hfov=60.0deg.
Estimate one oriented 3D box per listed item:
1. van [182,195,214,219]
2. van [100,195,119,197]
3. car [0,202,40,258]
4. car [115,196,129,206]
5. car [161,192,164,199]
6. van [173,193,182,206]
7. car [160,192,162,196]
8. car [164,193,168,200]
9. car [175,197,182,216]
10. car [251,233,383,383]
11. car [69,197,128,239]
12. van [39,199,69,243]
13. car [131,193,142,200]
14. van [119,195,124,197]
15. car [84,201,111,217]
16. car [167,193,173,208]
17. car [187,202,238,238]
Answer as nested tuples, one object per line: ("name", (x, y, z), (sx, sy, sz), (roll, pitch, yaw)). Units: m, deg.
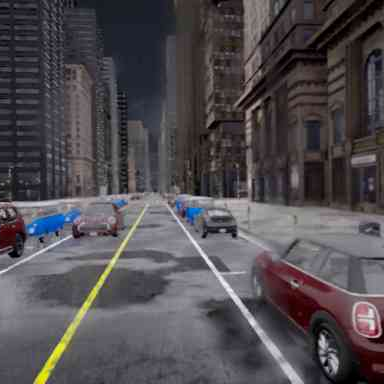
("van", (0.496, 1.219, 22.331), (1.690, 1.788, 3.998), (-1, 0, -6))
("van", (-9.791, 1.323, 38.350), (1.690, 1.788, 3.998), (-1, 0, -6))
("car", (-6.770, 1.382, 10.124), (2.192, 1.841, 5.009), (-1, 0, -6))
("car", (-11.583, 1.461, 55.117), (1.752, 1.417, 4.829), (-1, 0, -6))
("car", (-5.997, 1.261, 83.023), (2.008, 1.369, 4.403), (-1, 0, -6))
("van", (-0.713, 1.185, 33.621), (1.690, 1.788, 3.998), (-1, 0, -6))
("car", (-7.198, 1.233, 94.240), (2.008, 1.369, 4.403), (-1, 0, -6))
("car", (-3.130, 1.096, 56.202), (2.192, 1.841, 5.009), (-1, 0, -6))
("car", (-0.104, 1.406, 27.977), (1.887, 1.381, 4.507), (-1, 0, -6))
("car", (2.311, 1.371, 5.394), (1.967, 1.590, 4.097), (-1, 0, -6))
("car", (-4.785, 1.348, 17.553), (2.097, 1.767, 4.553), (-1, 0, -6))
("van", (-7.374, 1.390, 15.769), (1.690, 1.788, 3.998), (-1, 0, -6))
("car", (-15.076, 1.165, 87.714), (2.192, 1.841, 5.009), (-1, 0, -6))
("van", (-11.000, 1.292, 49.640), (1.690, 1.788, 3.998), (-1, 0, -6))
("car", (-9.182, 1.580, 32.706), (1.802, 1.307, 4.206), (-1, 0, -6))
("car", (-1.919, 1.252, 44.912), (1.967, 1.590, 4.097), (-1, 0, -6))
("car", (1.104, 1.446, 16.686), (2.008, 1.369, 4.403), (-1, 0, -6))
